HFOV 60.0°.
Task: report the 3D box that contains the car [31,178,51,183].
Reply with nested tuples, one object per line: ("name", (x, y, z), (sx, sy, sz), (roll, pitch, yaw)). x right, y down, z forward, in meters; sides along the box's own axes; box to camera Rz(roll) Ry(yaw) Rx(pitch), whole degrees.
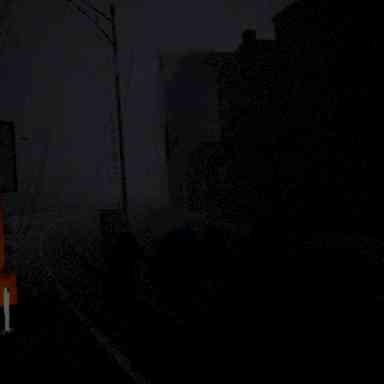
("car", (-32.817, -2.194, 70.067), (2.185, 1.767, 4.553), (-5, -2, 21))

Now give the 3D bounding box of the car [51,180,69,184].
("car", (-30.919, -1.959, 75.469), (2.163, 1.488, 4.792), (-5, -2, 19))

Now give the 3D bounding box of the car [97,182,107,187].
("car", (-26.116, -1.803, 91.333), (2.185, 1.767, 4.553), (-5, -3, 15))

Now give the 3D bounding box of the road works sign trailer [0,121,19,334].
("road works sign trailer", (-4.449, 0.441, 5.966), (2.380, 3.560, 2.880), (-2, 1, -26))

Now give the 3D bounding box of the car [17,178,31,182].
("car", (-34.749, -2.135, 64.891), (2.097, 1.535, 5.008), (-5, -2, 22))

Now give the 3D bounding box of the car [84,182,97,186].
("car", (-27.626, -1.806, 85.901), (2.231, 1.521, 4.892), (-5, -2, 17))

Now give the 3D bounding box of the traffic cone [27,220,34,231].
("traffic cone", (-8.900, 1.839, 18.319), (0.340, 0.580, 0.340), (-4, 1, -26))

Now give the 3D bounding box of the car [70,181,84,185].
("car", (-29.200, -1.863, 80.713), (2.002, 1.452, 4.674), (-5, -2, 18))
